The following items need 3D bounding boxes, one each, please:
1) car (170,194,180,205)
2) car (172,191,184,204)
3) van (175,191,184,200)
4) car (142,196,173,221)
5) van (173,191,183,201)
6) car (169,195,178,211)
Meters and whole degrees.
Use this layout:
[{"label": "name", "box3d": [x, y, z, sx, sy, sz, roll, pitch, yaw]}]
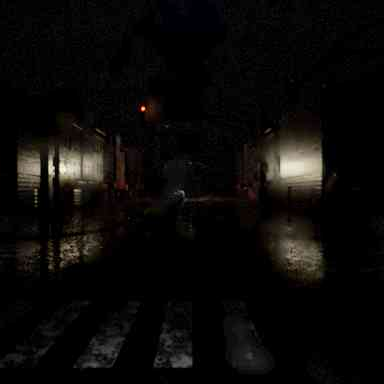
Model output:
[{"label": "car", "box3d": [-2.618, 1.238, 36.072, 1.802, 1.307, 4.206, 0, 1, 0]}, {"label": "car", "box3d": [-2.613, 1.003, 47.281, 1.967, 1.590, 4.097, 0, 0, 0]}, {"label": "van", "box3d": [-2.603, 0.732, 69.701, 1.690, 1.788, 3.998, 0, 0, 0]}, {"label": "car", "box3d": [-2.622, 1.282, 24.692, 1.752, 1.417, 4.829, 0, 1, 0]}, {"label": "van", "box3d": [-2.605, 0.774, 64.096, 1.690, 1.788, 3.998, 0, 0, 0]}, {"label": "car", "box3d": [-2.619, 1.249, 30.466, 1.887, 1.381, 4.507, 0, 1, 0]}]
